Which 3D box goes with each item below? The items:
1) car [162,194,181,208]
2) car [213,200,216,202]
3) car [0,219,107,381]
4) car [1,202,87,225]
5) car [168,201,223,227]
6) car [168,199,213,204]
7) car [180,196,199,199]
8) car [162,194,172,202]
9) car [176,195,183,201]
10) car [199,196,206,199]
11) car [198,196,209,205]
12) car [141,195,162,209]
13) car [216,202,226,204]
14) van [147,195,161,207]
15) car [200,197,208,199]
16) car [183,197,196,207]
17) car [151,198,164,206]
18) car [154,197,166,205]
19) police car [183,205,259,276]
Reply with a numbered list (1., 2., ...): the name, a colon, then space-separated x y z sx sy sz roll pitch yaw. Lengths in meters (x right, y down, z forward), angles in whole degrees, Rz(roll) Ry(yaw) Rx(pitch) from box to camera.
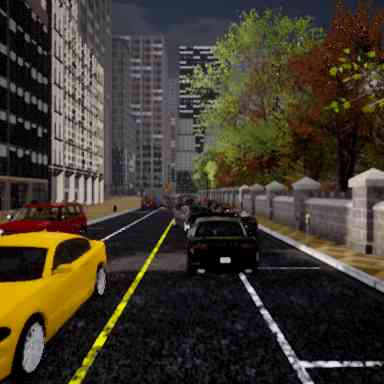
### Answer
1. car: -3.098 1.480 49.543 2.097 1.767 4.553 0 0 0
2. car: 2.381 1.607 29.216 1.947 1.339 4.313 0 0 0
3. car: -2.869 1.486 5.692 1.882 1.535 5.008 0 0 0
4. car: -5.513 1.334 12.653 2.192 1.841 5.009 0 0 0
5. car: 0.112 1.534 20.206 1.837 1.490 4.892 0 0 -16
6. car: -0.006 1.543 26.798 1.837 1.490 4.892 0 0 17
7. car: -0.301 1.586 45.464 1.812 1.442 4.674 0 0 0
8. car: -5.902 1.406 79.145 2.192 1.841 5.009 0 0 0
9. car: -3.452 1.682 93.447 1.994 1.385 4.181 0 0 0
10. car: 2.202 1.648 51.414 1.802 1.307 4.206 0 0 0
11. car: 2.112 1.517 62.514 1.967 1.590 4.097 0 0 0
12. car: -5.779 1.376 45.901 2.192 1.841 5.009 0 0 0
13. car: 2.425 1.616 23.666 1.802 1.307 4.206 0 0 0
14. van: -5.824 1.407 51.441 1.690 1.788 3.998 0 0 0
15. car: 2.291 1.621 40.315 1.947 1.339 4.313 0 0 0
16. car: -0.393 1.618 55.447 2.033 1.411 5.357 0 0 0
17. car: -5.868 1.653 56.982 1.802 1.307 4.206 0 0 0
18. car: -5.911 1.601 62.352 1.752 1.417 4.829 0 0 0
19. police car: 0.788 1.441 10.585 1.930 1.638 5.238 0 0 0
